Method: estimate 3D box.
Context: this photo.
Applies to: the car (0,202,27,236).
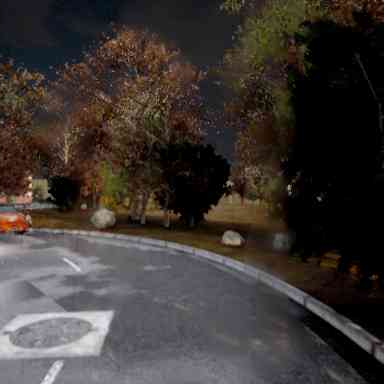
[{"bbox_3d":[-10.941,1.395,17.246,4.553,1.767,2.097,0,-1,20],"label":"car"}]
